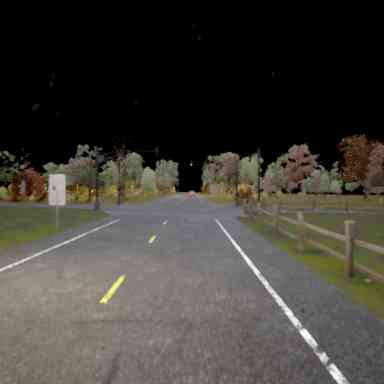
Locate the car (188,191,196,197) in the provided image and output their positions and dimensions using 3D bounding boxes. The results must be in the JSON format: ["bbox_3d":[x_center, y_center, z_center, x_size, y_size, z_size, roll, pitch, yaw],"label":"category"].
[{"bbox_3d":[-0.045,0.493,88.766,2.097,1.767,4.553,0,0,0],"label":"car"}]
